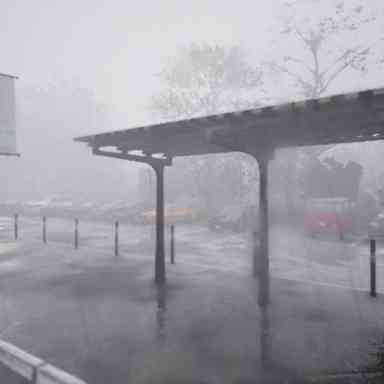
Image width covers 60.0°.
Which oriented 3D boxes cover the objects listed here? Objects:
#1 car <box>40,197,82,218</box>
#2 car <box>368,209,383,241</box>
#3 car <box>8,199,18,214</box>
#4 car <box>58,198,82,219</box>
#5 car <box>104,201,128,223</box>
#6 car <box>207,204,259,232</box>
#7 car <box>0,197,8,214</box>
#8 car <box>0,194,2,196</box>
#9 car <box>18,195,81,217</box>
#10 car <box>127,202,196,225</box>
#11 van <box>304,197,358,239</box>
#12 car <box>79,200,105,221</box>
[{"bbox_3d":[-10.722,1.530,30.329,2.097,1.535,5.008,0,0,35],"label":"car"},{"bbox_3d":[9.627,1.538,15.842,2.002,1.452,4.674,0,0,35],"label":"car"},{"bbox_3d":[-15.251,1.538,33.537,2.231,1.521,4.892,0,0,35],"label":"car"},{"bbox_3d":[-8.460,1.526,28.720,2.097,1.535,5.008,0,0,35],"label":"car"},{"bbox_3d":[-3.924,1.549,25.521,2.163,1.488,4.792,0,0,35],"label":"car"},{"bbox_3d":[2.828,1.538,20.647,2.163,1.488,4.792,0,0,35],"label":"car"},{"bbox_3d":[-17.515,1.538,35.148,2.097,1.535,5.008,0,0,35],"label":"car"},{"bbox_3d":[-26.578,1.262,41.567,2.435,2.045,5.566,0,0,35],"label":"car"},{"bbox_3d":[-13.004,1.282,31.910,2.435,2.045,5.566,0,0,35],"label":"car"},{"bbox_3d":[-1.787,1.512,23.737,1.946,1.575,5.366,0,0,35],"label":"car"},{"bbox_3d":[7.435,1.275,17.548,1.878,1.987,4.442,0,0,35],"label":"van"},{"bbox_3d":[-6.198,1.524,27.111,2.231,1.521,4.892,0,0,35],"label":"car"}]
